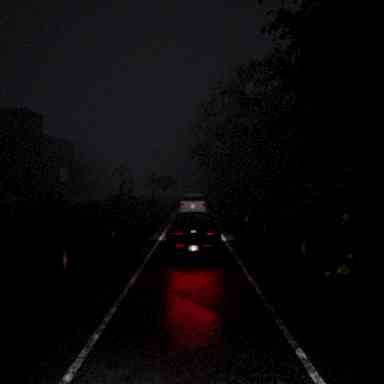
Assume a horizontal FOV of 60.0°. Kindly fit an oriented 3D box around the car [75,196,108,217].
[{"bbox_3d":[-8.982,1.196,27.554,2.097,1.535,5.008,0,0,2],"label":"car"}]

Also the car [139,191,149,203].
[{"bbox_3d":[-9.004,1.024,55.285,2.097,1.535,5.008,0,0,2],"label":"car"}]

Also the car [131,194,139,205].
[{"bbox_3d":[-9.003,1.087,45.033,1.946,1.575,5.366,0,0,2],"label":"car"}]

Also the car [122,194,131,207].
[{"bbox_3d":[-8.990,1.144,38.652,2.097,1.535,5.008,0,0,2],"label":"car"}]

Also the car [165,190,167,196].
[{"bbox_3d":[-9.033,0.796,94.118,2.231,1.521,4.892,0,-1,-2],"label":"car"}]

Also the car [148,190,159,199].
[{"bbox_3d":[-9.015,0.700,70.716,2.435,2.045,5.566,0,0,1],"label":"car"}]

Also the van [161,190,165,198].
[{"bbox_3d":[-9.034,0.621,88.432,1.878,1.987,4.442,0,0,2],"label":"van"}]

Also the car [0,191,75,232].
[{"bbox_3d":[-8.975,0.974,18.600,2.435,2.045,5.566,0,0,2],"label":"car"}]

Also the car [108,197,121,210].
[{"bbox_3d":[-8.986,1.181,33.096,2.231,1.521,4.892,0,1,2],"label":"car"}]

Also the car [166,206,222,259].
[{"bbox_3d":[0.068,1.475,12.512,1.837,1.490,4.892,0,-1,0],"label":"car"}]

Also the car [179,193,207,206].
[{"bbox_3d":[0.080,1.120,28.369,2.150,2.045,5.566,0,1,0],"label":"car"}]

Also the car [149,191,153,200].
[{"bbox_3d":[-9.008,0.978,60.833,2.097,1.535,5.008,0,0,2],"label":"car"}]

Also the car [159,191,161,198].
[{"bbox_3d":[-9.021,0.942,77.462,2.002,1.452,4.674,0,0,0],"label":"car"}]
